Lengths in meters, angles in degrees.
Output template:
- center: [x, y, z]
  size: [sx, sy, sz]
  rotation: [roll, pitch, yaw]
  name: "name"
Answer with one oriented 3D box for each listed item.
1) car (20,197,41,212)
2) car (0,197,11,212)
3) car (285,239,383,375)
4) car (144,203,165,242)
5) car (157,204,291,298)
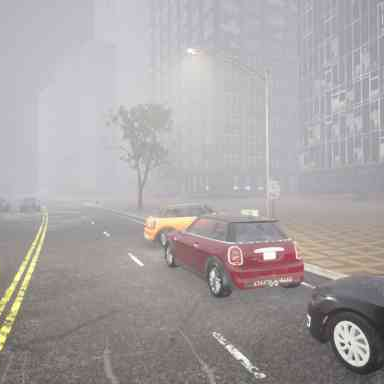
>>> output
- center: [-19.109, 1.392, 39.331]
  size: [2.097, 1.767, 4.553]
  rotation: [0, 0, -24]
  name: "car"
- center: [-22.069, 1.389, 37.989]
  size: [2.097, 1.767, 4.553]
  rotation: [0, 0, -24]
  name: "car"
- center: [3.584, 1.505, 3.473]
  size: [1.837, 1.490, 4.892]
  rotation: [0, 0, -36]
  name: "car"
- center: [0.225, 1.277, 14.630]
  size: [4.553, 1.767, 2.097]
  rotation: [-3, 1, -18]
  name: "car"
- center: [0.812, 1.355, 8.925]
  size: [2.097, 1.767, 4.553]
  rotation: [0, 0, -23]
  name: "car"
